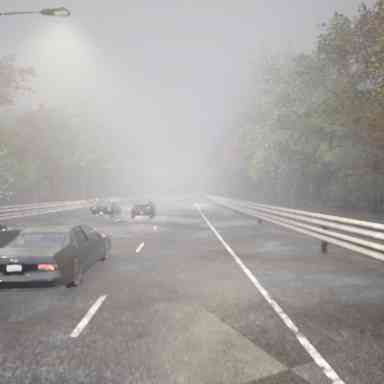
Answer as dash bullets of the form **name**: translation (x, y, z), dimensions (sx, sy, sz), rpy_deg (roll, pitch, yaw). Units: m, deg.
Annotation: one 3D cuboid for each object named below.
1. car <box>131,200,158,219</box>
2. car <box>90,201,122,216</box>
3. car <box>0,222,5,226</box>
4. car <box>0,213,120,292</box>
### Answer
- **car**: translation (-4.099, 1.467, 29.166), dimensions (2.128, 1.511, 4.902), rpy_deg (-1, 0, -1)
- **car**: translation (-7.467, 1.526, 29.486), dimensions (1.895, 1.301, 4.718), rpy_deg (7, -3, -2)
- **car**: translation (-7.189, 1.567, 10.756), dimensions (1.837, 1.490, 4.892), rpy_deg (-1, 0, -1)
- **car**: translation (-3.624, 1.568, 9.181), dimensions (2.033, 1.411, 5.357), rpy_deg (-1, 0, -2)
